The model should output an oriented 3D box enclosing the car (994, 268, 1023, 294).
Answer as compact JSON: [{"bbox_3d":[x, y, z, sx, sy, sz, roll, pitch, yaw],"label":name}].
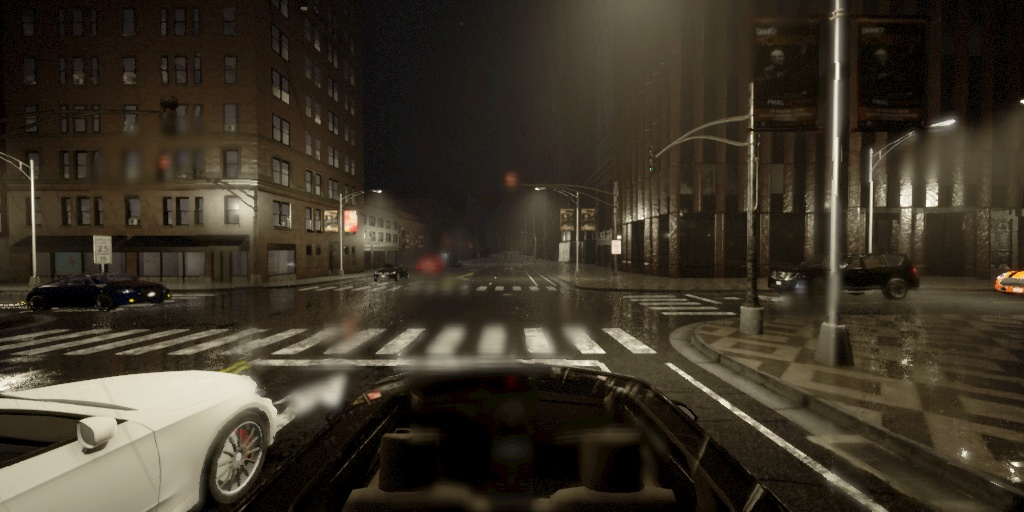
[{"bbox_3d":[25.182,0.959,16.259,4.553,1.767,2.097,0,1,0],"label":"car"}]

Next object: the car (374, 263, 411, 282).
[{"bbox_3d":[-9.762,1.278,29.577,1.812,1.442,4.674,0,0,1],"label":"car"}]

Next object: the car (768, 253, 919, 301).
[{"bbox_3d":[14.867,0.868,16.250,5.566,2.045,2.150,0,1,1],"label":"car"}]

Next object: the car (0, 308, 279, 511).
[{"bbox_3d":[-3.159,1.276,1.425,1.812,1.442,4.674,0,0,2],"label":"car"}]

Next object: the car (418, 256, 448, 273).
[{"bbox_3d":[-9.709,0.975,43.579,2.150,2.045,5.566,0,0,0],"label":"car"}]

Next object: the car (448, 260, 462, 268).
[{"bbox_3d":[-9.603,1.298,60.196,2.033,1.411,5.357,0,0,1],"label":"car"}]

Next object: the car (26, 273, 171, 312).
[{"bbox_3d":[-16.275,1.368,14.244,4.181,1.385,1.994,-1,1,1],"label":"car"}]
